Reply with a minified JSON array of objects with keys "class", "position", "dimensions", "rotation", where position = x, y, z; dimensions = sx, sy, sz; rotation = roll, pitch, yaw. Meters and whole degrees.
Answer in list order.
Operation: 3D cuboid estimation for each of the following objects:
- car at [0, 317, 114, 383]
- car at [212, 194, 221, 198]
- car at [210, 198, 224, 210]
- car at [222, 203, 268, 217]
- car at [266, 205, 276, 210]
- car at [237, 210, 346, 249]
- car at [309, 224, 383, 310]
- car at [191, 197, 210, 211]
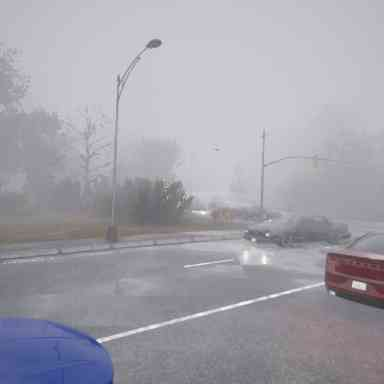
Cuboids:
[{"class":"car","position":[-2.863,1.478,1.699],"dimensions":[5.008,1.535,1.882],"rotation":[0,0,-36]},{"class":"car","position":[5.839,1.109,79.176],"dimensions":[2.033,1.411,5.357],"rotation":[2,2,-1]},{"class":"car","position":[3.908,2.046,48.700],"dimensions":[2.033,1.411,5.357],"rotation":[2,1,-18]},{"class":"car","position":[5.423,2.171,34.615],"dimensions":[1.895,1.301,4.718],"rotation":[3,-1,-23]},{"class":"car","position":[8.110,2.217,37.292],"dimensions":[1.837,1.490,4.892],"rotation":[3,-1,-21]},{"class":"car","position":[5.004,1.731,15.455],"dimensions":[5.357,1.411,2.033],"rotation":[2,-1,-28]},{"class":"car","position":[4.992,1.555,7.347],"dimensions":[5.008,1.535,1.882],"rotation":[1,-1,-35]},{"class":"car","position":[0.578,1.916,47.920],"dimensions":[1.994,1.385,4.181],"rotation":[2,1,-17]}]
